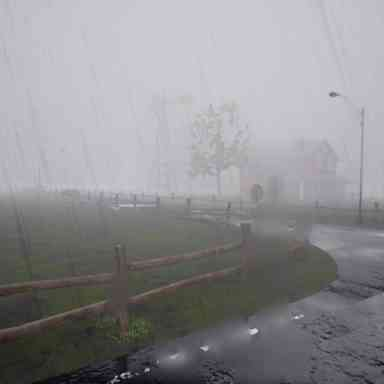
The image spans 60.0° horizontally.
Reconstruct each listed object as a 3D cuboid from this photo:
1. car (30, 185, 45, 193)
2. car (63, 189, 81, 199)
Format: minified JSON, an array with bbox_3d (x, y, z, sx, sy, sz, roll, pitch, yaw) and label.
[{"bbox_3d":[-38.808,-0.826,84.324,2.150,2.045,5.566,1,1,-35],"label":"car"},{"bbox_3d":[-18.247,0.320,50.351,1.837,1.490,4.892,1,1,-35],"label":"car"}]
